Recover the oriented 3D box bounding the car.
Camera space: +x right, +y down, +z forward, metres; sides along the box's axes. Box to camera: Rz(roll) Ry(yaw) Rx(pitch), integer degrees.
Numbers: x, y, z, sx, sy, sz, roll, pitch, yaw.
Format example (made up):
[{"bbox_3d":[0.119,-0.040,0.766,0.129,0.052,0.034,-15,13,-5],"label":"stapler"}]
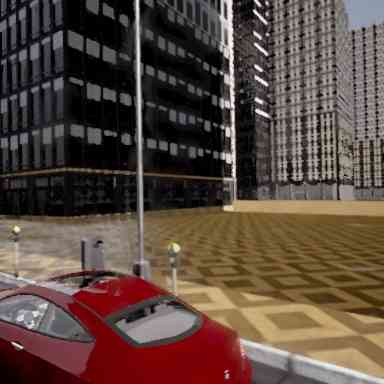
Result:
[{"bbox_3d":[-1.375,1.599,3.871,4.206,1.307,1.802,0,-1,36],"label":"car"}]
